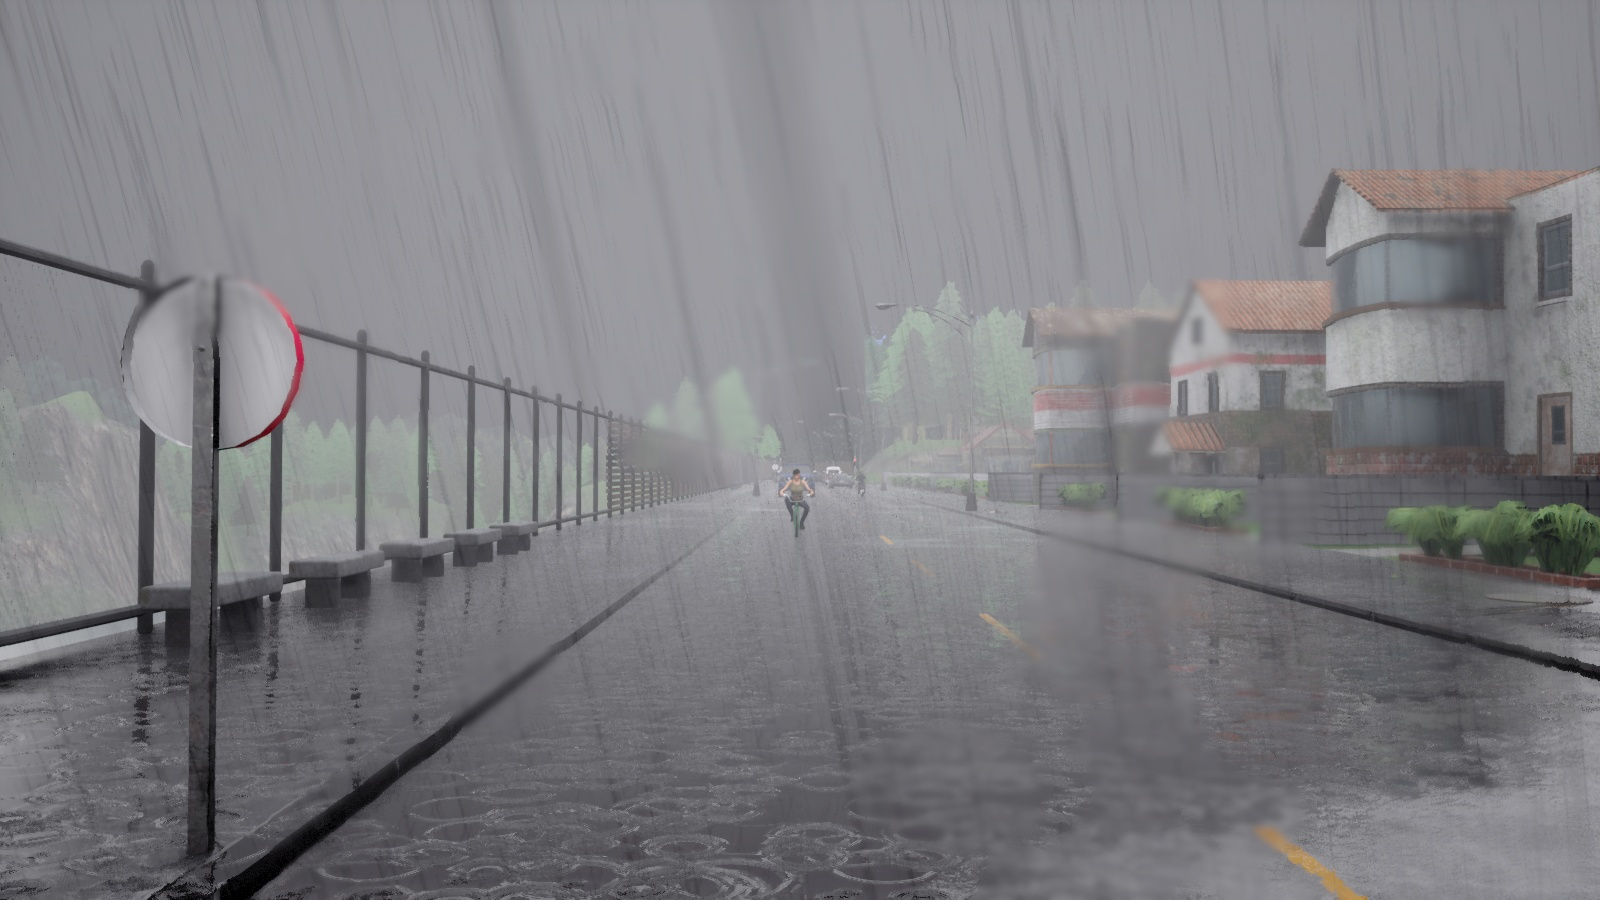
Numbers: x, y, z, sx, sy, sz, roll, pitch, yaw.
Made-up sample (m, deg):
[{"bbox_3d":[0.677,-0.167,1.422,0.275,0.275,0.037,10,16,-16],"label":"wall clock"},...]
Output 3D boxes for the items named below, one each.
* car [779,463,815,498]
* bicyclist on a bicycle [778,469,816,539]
[{"bbox_3d":[-0.187,1.815,76.477,2.150,2.045,5.566,0,-1,0],"label":"car"},{"bbox_3d":[-0.067,1.245,29.480,0.866,1.612,1.509,0,-1,0],"label":"bicyclist on a bicycle"}]
